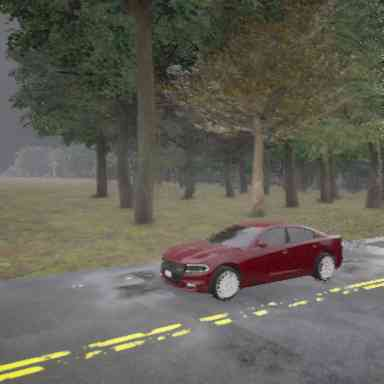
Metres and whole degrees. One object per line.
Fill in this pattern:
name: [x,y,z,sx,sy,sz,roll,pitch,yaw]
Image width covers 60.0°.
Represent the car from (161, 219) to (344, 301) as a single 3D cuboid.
car: [1.652,1.473,8.396,5.008,1.535,1.882,0,0,-30]
